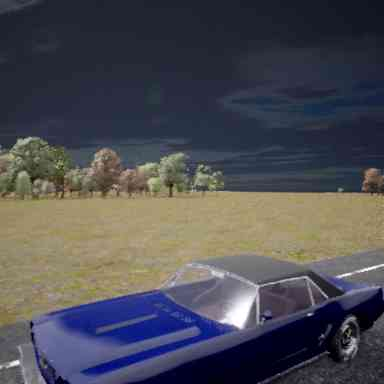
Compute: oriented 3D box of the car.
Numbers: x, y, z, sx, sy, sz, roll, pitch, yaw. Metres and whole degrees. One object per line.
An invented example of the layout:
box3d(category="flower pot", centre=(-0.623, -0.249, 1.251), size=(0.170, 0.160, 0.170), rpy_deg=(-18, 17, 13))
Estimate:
box3d(category="car", centre=(0.438, 1.600, 4.302), size=(4.718, 1.301, 1.895), rpy_deg=(0, 0, -35))
